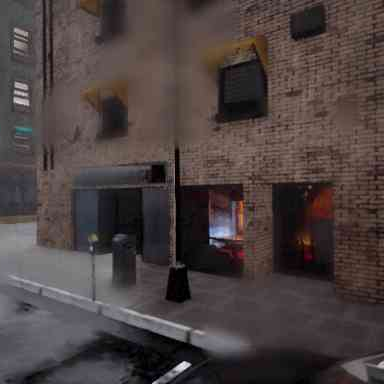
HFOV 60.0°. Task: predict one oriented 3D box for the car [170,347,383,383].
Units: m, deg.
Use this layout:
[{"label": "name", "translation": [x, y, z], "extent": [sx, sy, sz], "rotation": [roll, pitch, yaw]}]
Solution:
[{"label": "car", "translation": [1.638, 1.550, 1.564], "extent": [4.403, 1.369, 2.008], "rotation": [0, -1, 36]}]
